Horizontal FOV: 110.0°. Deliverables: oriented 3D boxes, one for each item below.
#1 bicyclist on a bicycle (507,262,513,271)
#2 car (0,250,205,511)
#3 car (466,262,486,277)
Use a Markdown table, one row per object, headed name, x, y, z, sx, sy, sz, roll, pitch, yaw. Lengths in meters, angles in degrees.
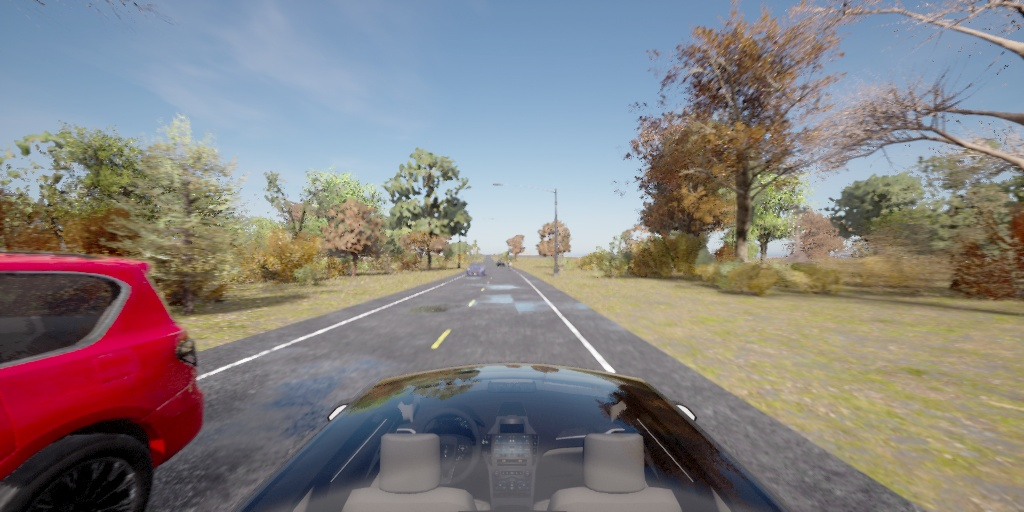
| name | x | y | z | sx | sy | sz | roll | pitch | yaw |
| --- | --- | --- | --- | --- | --- | --- | --- | --- | --- |
| bicyclist on a bicycle | -0.220 | 1.725 | 59.610 | 0.866 | 1.612 | 1.509 | 0 | -1 | -3 |
| car | -3.604 | 0.964 | 0.598 | 2.150 | 2.045 | 5.566 | 0 | -1 | 0 |
| car | -4.162 | 1.482 | 42.054 | 2.097 | 1.767 | 4.553 | 0 | -1 | -1 |
